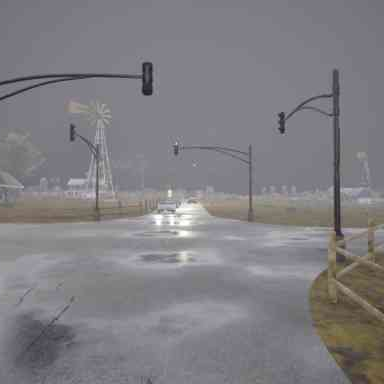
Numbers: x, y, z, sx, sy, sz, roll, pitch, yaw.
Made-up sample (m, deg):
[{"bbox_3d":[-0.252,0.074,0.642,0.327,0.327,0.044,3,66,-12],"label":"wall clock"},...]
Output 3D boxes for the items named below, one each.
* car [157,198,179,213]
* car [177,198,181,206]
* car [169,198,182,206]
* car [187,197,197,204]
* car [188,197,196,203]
[{"bbox_3d":[-2.873,1.691,38.243,1.895,1.301,4.718,0,0,0],"label":"car"},{"bbox_3d":[-2.870,1.644,48.626,1.837,1.490,4.892,0,0,0],"label":"car"},{"bbox_3d":[-2.856,1.746,59.190,2.033,1.411,5.357,0,0,0],"label":"car"},{"bbox_3d":[0.042,1.788,69.196,1.812,1.442,4.674,0,0,0],"label":"car"},{"bbox_3d":[-0.058,1.860,79.208,1.812,1.442,4.674,0,0,0],"label":"car"}]
